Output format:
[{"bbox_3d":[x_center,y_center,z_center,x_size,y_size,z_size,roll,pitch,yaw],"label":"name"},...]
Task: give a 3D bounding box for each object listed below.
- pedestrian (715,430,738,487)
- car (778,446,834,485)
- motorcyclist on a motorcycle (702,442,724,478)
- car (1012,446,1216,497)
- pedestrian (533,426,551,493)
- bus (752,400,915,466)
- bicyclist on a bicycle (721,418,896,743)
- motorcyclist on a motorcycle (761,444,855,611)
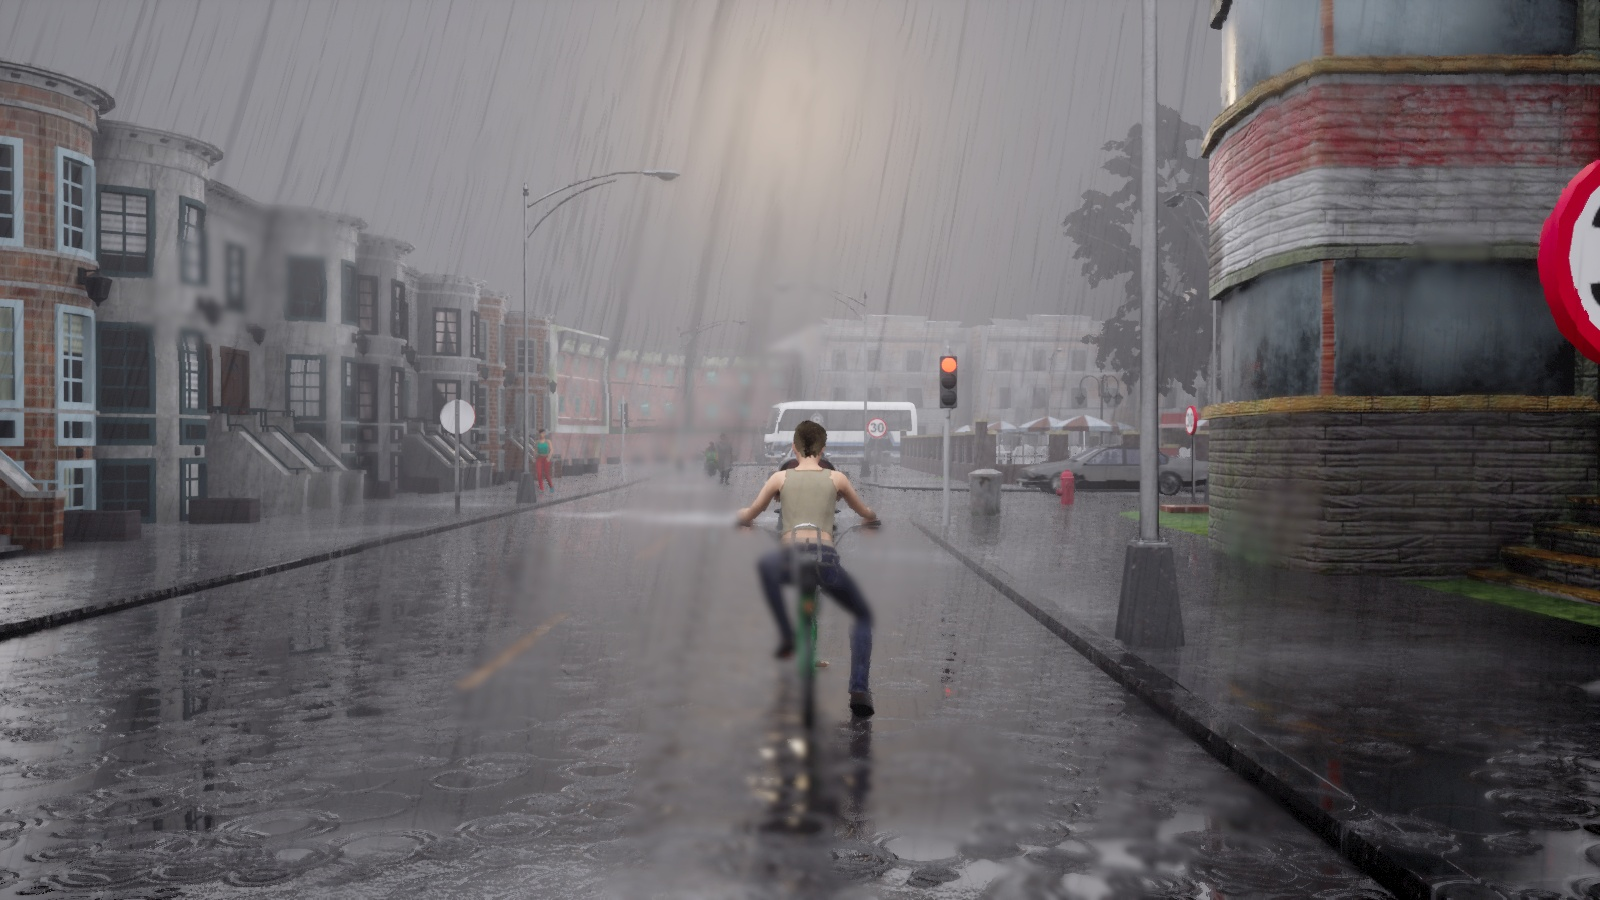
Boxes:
[{"bbox_3d":[-2.567,0.291,43.784,0.659,1.952,0.873,0,0,-13],"label":"pedestrian"},{"bbox_3d":[0.226,0.544,47.230,1.994,1.385,4.181,0,0,0],"label":"car"},{"bbox_3d":[-3.723,0.420,54.162,0.797,1.523,2.044,0,0,0],"label":"motorcyclist on a motorcycle"},{"bbox_3d":[8.901,0.598,35.935,5.357,1.411,2.033,0,0,0],"label":"car"},{"bbox_3d":[-7.099,0.255,34.595,0.345,1.836,0.594,0,0,5],"label":"pedestrian"},{"bbox_3d":[2.167,-1.106,83.647,10.273,4.253,3.944,0,1,-10],"label":"bus"},{"bbox_3d":[0.047,0.644,6.991,0.866,1.612,1.509,0,0,0],"label":"bicyclist on a bicycle"},{"bbox_3d":[0.080,0.710,12.643,0.866,1.530,2.191,0,0,0],"label":"motorcyclist on a motorcycle"}]
